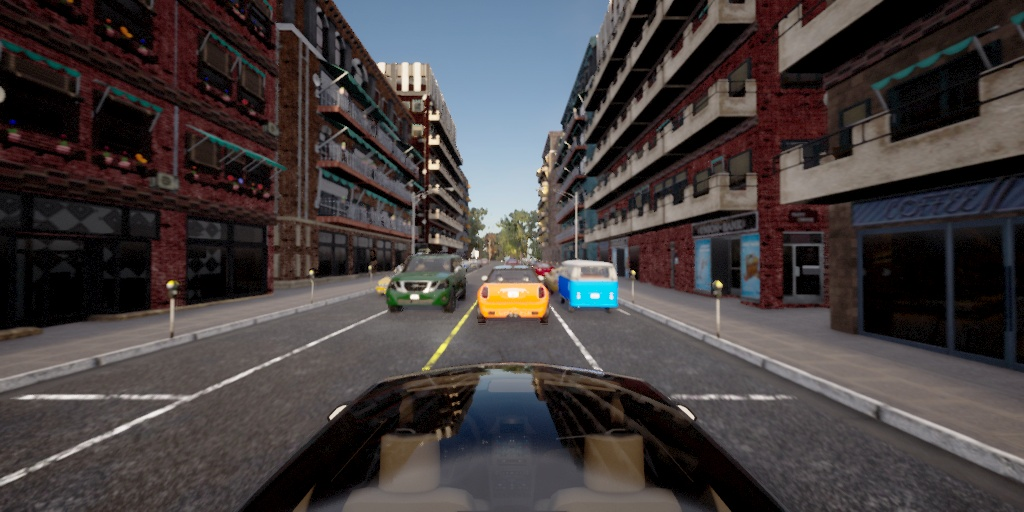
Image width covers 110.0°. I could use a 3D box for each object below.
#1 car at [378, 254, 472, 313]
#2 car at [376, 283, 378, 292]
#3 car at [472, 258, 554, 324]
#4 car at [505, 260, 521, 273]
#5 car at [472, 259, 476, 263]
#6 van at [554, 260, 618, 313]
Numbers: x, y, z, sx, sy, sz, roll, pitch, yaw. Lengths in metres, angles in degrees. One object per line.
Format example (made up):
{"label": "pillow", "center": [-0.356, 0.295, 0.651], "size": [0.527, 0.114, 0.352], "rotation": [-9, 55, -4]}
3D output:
{"label": "car", "center": [-3.096, 0.941, 14.179], "size": [2.150, 2.045, 5.566], "rotation": [0, 0, 0]}
{"label": "car", "center": [-5.687, 1.233, 18.977], "size": [1.751, 1.417, 4.829], "rotation": [0, 0, 0]}
{"label": "car", "center": [0.025, 1.077, 12.058], "size": [2.097, 1.767, 4.553], "rotation": [0, 0, 0]}
{"label": "car", "center": [0.105, 1.177, 43.203], "size": [1.812, 1.442, 4.674], "rotation": [0, 0, 0]}
{"label": "car", "center": [-5.685, 1.206, 41.431], "size": [2.007, 1.370, 4.403], "rotation": [0, 0, 0]}
{"label": "van", "center": [2.696, 1.062, 13.535], "size": [1.690, 1.789, 3.998], "rotation": [0, 0, 0]}
